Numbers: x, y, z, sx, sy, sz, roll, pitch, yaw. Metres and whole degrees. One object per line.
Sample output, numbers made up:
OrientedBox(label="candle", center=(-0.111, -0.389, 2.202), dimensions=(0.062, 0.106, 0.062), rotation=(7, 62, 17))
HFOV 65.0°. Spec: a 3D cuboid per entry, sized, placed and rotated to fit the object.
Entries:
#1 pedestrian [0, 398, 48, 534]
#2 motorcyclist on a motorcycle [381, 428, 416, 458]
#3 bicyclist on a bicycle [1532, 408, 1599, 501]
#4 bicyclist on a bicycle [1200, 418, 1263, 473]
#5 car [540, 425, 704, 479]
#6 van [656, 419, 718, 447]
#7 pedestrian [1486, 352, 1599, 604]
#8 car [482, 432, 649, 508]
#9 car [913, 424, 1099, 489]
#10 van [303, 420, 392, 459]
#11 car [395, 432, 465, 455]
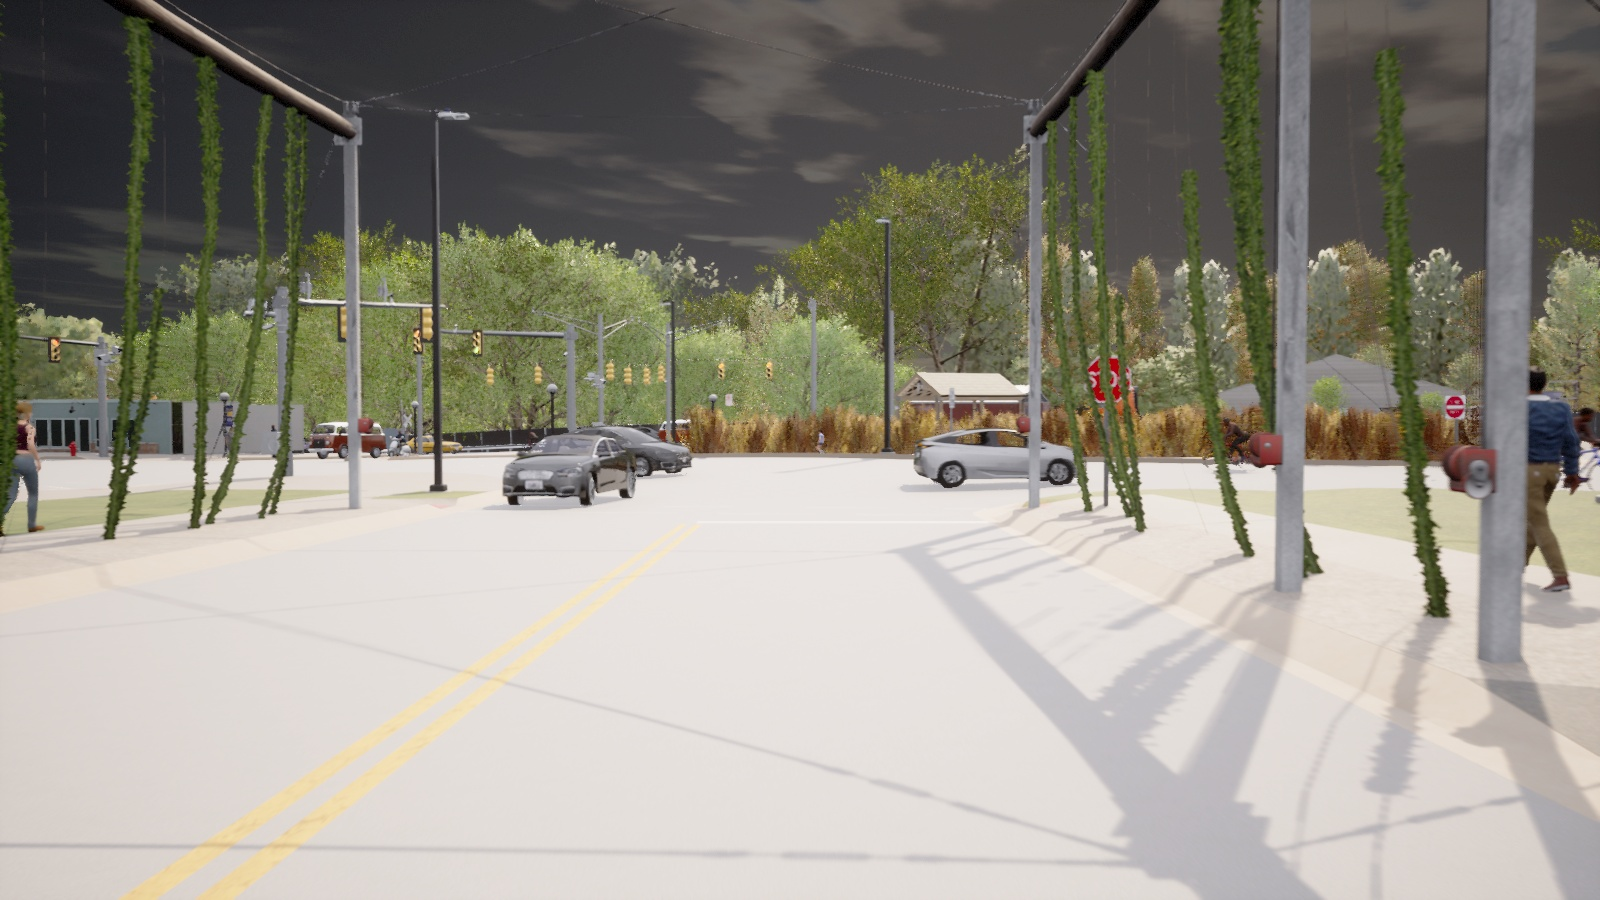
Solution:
OrientedBox(label="pedestrian", center=(-10.714, 0.206, 17.272), dimensions=(0.345, 1.836, 0.594), rotation=(0, 2, 0))
OrientedBox(label="motorcyclist on a motorcycle", center=(-21.565, -0.346, 67.525), dimensions=(0.866, 1.590, 1.817), rotation=(0, 0, 20))
OrientedBox(label="bicyclist on a bicycle", center=(14.137, 0.081, 22.538), dimensions=(0.582, 1.620, 1.656), rotation=(0, 0, -30))
OrientedBox(label="bicyclist on a bicycle", center=(12.778, -0.128, 37.235), dimensions=(1.656, 1.620, 0.582), rotation=(0, 0, 6))
OrientedBox(label="car", center=(-5.577, 0.016, 39.165), dimensions=(4.892, 1.490, 1.837), rotation=(1, 3, 28))
OrientedBox(label="van", center=(-8.702, -1.338, 96.988), dimensions=(4.480, 2.038, 2.069), rotation=(-1, 3, 6))
OrientedBox(label="pedestrian", center=(5.954, 0.205, 10.088), dimensions=(0.423, 1.949, 0.788), rotation=(0, 2, 1))
OrientedBox(label="car", center=(-5.016, 0.367, 27.687), dimensions=(2.128, 1.511, 4.902), rotation=(0, 1, 9))
OrientedBox(label="car", center=(5.350, 0.142, 33.044), dimensions=(4.514, 1.525, 2.007), rotation=(-1, 2, -2))
OrientedBox(label="van", center=(-24.952, -0.554, 69.334), dimensions=(2.069, 2.038, 4.480), rotation=(-1, 0, 24))
OrientedBox(label="car", center=(-27.859, -0.467, 94.453), dimensions=(5.366, 1.575, 1.801), rotation=(-1, 2, 30))
